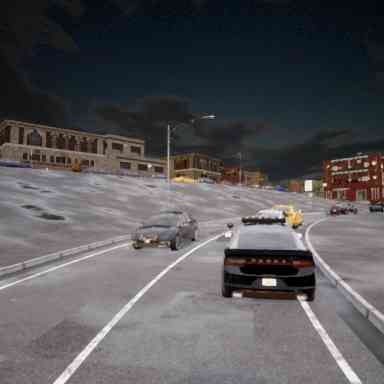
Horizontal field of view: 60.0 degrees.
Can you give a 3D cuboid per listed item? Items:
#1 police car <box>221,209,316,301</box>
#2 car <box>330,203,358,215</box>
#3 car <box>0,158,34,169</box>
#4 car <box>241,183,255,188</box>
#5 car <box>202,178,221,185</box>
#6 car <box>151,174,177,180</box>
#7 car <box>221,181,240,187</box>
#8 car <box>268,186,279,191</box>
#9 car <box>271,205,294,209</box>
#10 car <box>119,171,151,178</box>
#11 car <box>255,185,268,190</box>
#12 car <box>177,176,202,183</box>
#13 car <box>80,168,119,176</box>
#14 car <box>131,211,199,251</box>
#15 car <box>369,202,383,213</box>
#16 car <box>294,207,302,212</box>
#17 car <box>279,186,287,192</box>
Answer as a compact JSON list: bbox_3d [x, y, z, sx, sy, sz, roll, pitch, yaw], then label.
[{"bbox_3d":[1.852,1.456,8.617,1.930,1.638,5.238,-1,0,10],"label":"police car"},{"bbox_3d":[18.831,2.075,41.347,4.674,1.442,1.812,1,-4,-40],"label":"car"},{"bbox_3d":[-22.149,-3.297,41.346,4.553,1.767,2.185,3,-5,-40],"label":"car"},{"bbox_3d":[10.656,-1.097,71.030,2.002,1.452,4.674,-4,-6,44],"label":"car"},{"bbox_3d":[2.762,-1.836,63.052,4.553,1.767,2.185,4,-6,-43],"label":"car"},{"bbox_3d":[-5.346,-2.212,55.520,4.674,1.452,2.002,4,-5,-41],"label":"car"},{"bbox_3d":[6.821,-1.392,67.072,4.792,1.488,2.163,4,-6,-45],"label":"car"},{"bbox_3d":[18.074,-0.651,79.219,2.185,1.767,4.553,-4,-6,41],"label":"car"},{"bbox_3d":[4.252,1.641,17.742,1.812,1.442,4.674,-1,-1,19],"label":"car"},{"bbox_3d":[-9.529,-2.507,51.886,4.892,1.521,2.231,3,-5,-40],"label":"car"},{"bbox_3d":[14.339,-0.849,75.001,2.231,1.521,4.892,-4,-6,43],"label":"car"},{"bbox_3d":[-1.243,-1.984,59.248,5.008,1.535,2.097,4,-6,-42],"label":"car"},{"bbox_3d":[-13.757,-2.739,48.345,4.892,1.521,2.231,3,-5,-40],"label":"car"},{"bbox_3d":[-1.034,1.652,14.870,1.837,1.490,4.892,-2,-1,16],"label":"car"},{"bbox_3d":[27.904,2.254,49.009,4.902,1.511,2.128,2,-4,-39],"label":"car"},{"bbox_3d":[6.428,1.662,23.041,1.882,1.535,5.008,-2,-2,25],"label":"car"},{"bbox_3d":[21.716,-0.428,83.484,2.435,2.045,5.566,-3,-6,40],"label":"car"}]
